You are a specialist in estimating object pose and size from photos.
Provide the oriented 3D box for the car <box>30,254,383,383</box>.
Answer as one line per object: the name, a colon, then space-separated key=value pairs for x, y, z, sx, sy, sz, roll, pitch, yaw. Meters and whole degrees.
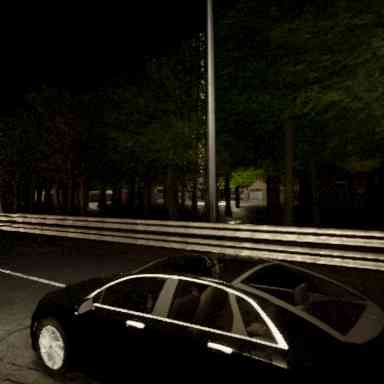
car: x=-0.032 y=1.535 z=4.015 sx=4.892 sy=1.490 sz=1.837 roll=-1 pitch=-1 yaw=36
